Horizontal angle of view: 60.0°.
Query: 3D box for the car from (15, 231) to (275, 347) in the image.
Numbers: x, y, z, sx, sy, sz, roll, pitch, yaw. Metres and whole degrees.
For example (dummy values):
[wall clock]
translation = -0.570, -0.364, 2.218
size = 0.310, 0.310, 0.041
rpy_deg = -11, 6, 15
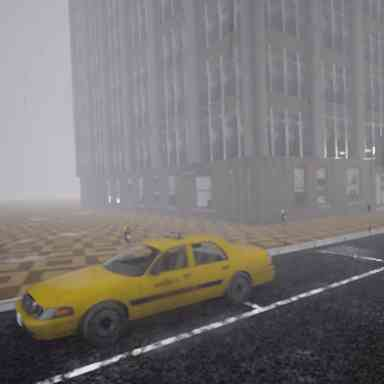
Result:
[car]
translation = -0.537, 1.447, 6.190
size = 4.829, 1.417, 1.752
rpy_deg = -2, 0, -36
